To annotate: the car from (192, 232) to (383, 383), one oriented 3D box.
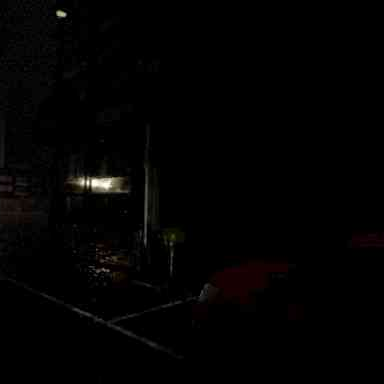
[{"bbox_3d":[2.537,1.437,3.738,5.566,2.045,2.150,-1,-3,43],"label":"car"}]
